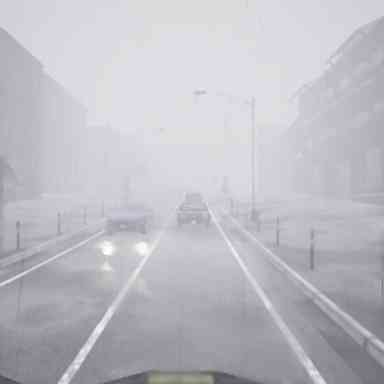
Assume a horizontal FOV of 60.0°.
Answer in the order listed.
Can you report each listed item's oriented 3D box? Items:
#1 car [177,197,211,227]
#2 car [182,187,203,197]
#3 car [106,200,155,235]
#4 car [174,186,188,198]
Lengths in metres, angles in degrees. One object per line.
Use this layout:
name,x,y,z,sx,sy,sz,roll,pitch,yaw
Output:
car,0.103,1.263,20.196,1.895,1.301,4.718,0,2,0
car,0.217,0.482,38.421,1.882,1.535,5.008,0,2,1
car,-3.099,1.223,17.482,1.882,1.535,5.008,0,2,0
car,-1.674,-0.062,57.770,2.150,2.045,5.566,-1,0,7
